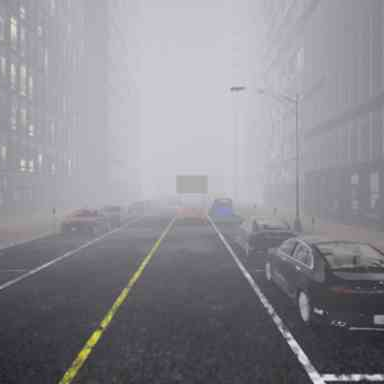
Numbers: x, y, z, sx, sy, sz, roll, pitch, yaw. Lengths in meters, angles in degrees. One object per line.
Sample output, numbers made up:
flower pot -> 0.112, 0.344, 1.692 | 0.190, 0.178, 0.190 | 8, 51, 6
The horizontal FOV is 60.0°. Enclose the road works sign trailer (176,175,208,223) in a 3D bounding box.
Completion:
road works sign trailer -> -0.004, 0.488, 25.526 | 2.380, 3.560, 2.880 | 0, 0, 0

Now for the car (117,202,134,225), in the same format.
car -> -5.697, 1.589, 23.943 | 1.947, 1.339, 4.313 | 0, 0, 0

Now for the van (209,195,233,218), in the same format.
van -> 2.681, 1.368, 29.640 | 1.690, 1.788, 3.998 | 0, 0, 0

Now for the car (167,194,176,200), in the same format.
car -> -5.707, 1.355, 92.306 | 2.192, 1.841, 5.009 | 0, 0, 0

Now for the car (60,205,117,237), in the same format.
car -> -5.697, 1.563, 18.246 | 1.887, 1.381, 4.507 | 0, 0, 0

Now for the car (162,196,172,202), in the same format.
car -> -5.704, 1.610, 75.215 | 1.947, 1.339, 4.313 | 0, 0, 0

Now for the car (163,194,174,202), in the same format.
car -> -5.705, 1.358, 80.912 | 2.192, 1.841, 5.009 | 0, 0, 0

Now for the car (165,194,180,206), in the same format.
car -> -3.069, 1.520, 57.133 | 1.882, 1.535, 5.008 | 0, 0, 0

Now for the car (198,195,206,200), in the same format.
car -> 2.674, 1.591, 92.307 | 2.008, 1.369, 4.403 | 0, 0, 0

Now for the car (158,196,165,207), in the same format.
car -> -5.701, 1.623, 52.428 | 1.802, 1.307, 4.206 | 0, 0, 0

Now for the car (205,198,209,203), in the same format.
car -> 2.681, 1.613, 35.337 | 1.802, 1.307, 4.206 | 0, 0, 0

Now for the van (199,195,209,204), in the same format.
van -> 2.677, 1.385, 63.822 | 1.690, 1.788, 3.998 | 0, 0, 0

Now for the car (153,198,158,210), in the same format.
car -> -5.700, 1.580, 41.034 | 1.887, 1.381, 4.507 | 0, 0, 0

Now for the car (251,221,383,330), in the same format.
car -> 2.685, 1.558, 6.853 | 2.008, 1.369, 4.403 | 0, 0, 0

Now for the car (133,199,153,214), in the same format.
car -> -5.699, 1.597, 35.336 | 1.947, 1.339, 4.313 | 0, 0, 0

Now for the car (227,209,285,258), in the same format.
car -> 2.685, 1.564, 12.550 | 2.008, 1.369, 4.403 | 0, 0, 0
